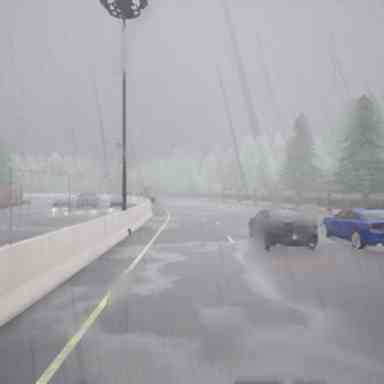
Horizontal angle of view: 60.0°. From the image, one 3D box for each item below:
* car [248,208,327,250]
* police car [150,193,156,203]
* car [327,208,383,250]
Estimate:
[{"bbox_3d":[3.601,1.381,13.924,1.882,1.535,5.008,0,0,0],"label":"car"},{"bbox_3d":[-7.782,1.025,58.408,1.930,1.638,5.238,0,0,-21],"label":"police car"},{"bbox_3d":[7.101,1.382,13.920,1.882,1.535,5.008,0,0,0],"label":"car"}]
